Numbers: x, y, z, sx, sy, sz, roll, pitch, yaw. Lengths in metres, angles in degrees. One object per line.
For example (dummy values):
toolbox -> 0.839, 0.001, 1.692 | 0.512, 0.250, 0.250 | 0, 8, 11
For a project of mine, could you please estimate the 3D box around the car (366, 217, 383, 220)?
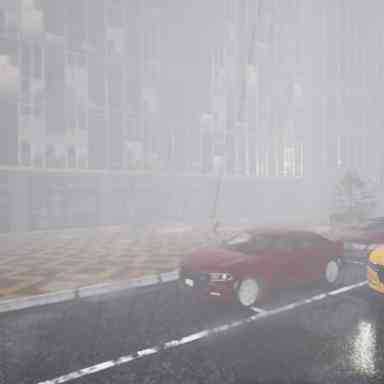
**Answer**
car -> 6.423, 1.521, 11.120 | 4.206, 1.307, 1.802 | 0, 0, -35

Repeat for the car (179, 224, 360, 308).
car -> 1.784, 1.514, 7.820 | 4.507, 1.381, 1.887 | 0, 0, -35

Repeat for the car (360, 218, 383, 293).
car -> 5.945, 1.429, 7.605 | 5.008, 1.535, 1.882 | 0, 0, -35
